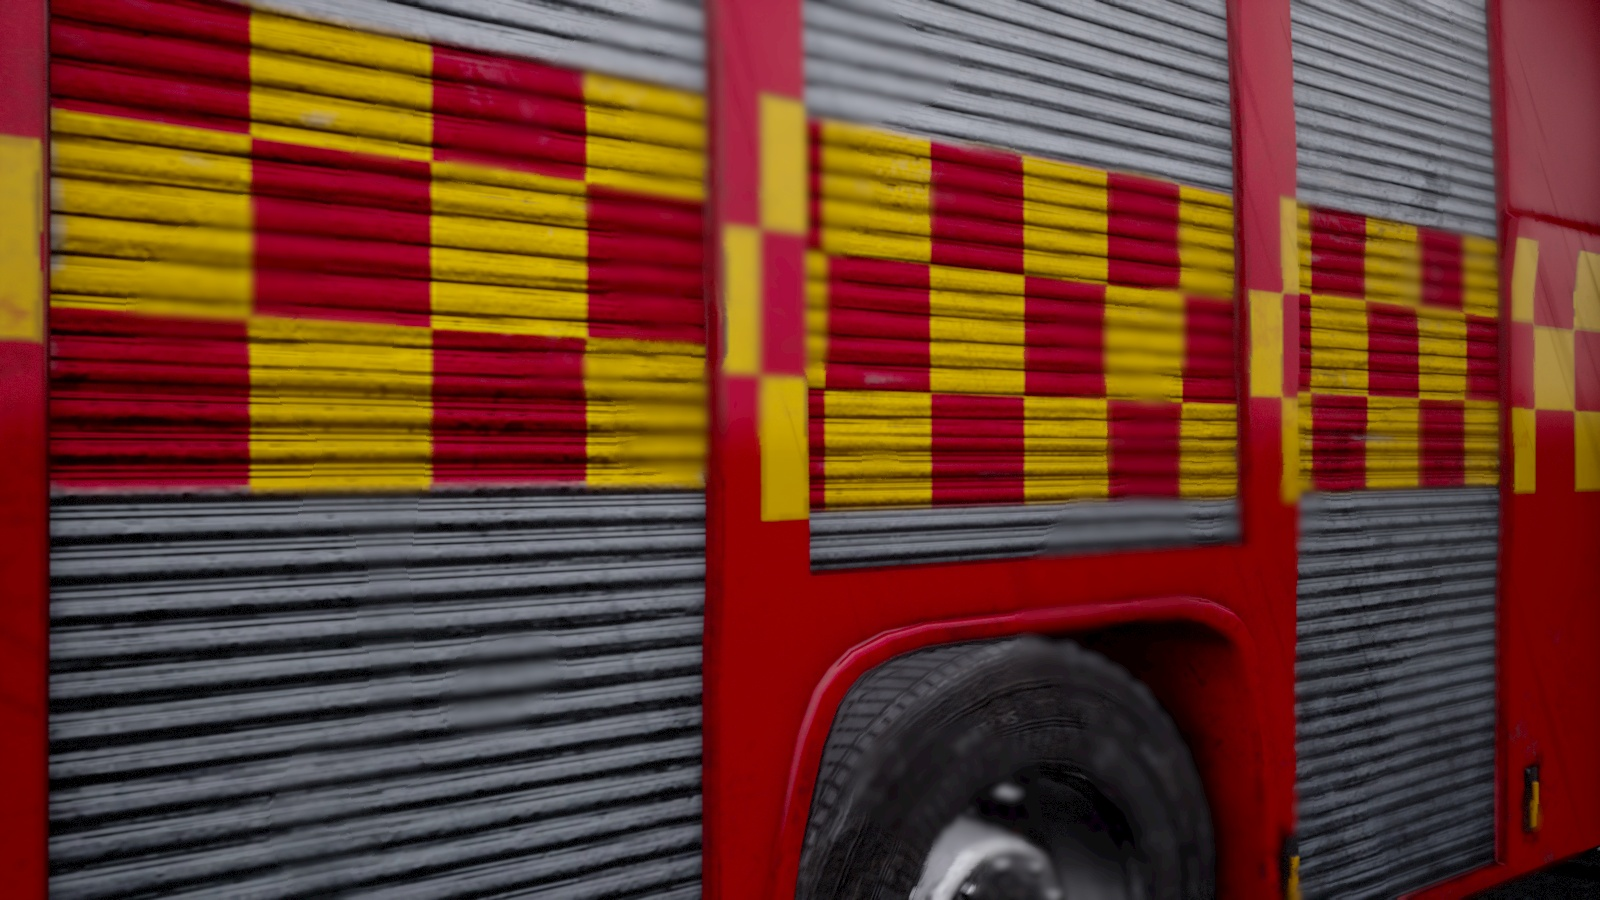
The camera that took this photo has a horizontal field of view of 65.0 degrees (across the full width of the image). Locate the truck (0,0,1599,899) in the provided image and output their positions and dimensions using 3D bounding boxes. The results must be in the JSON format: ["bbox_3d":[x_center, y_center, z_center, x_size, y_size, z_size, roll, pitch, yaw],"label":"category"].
[{"bbox_3d":[1.847,-0.411,4.967,8.468,3.827,2.891,0,0,-35],"label":"truck"}]
